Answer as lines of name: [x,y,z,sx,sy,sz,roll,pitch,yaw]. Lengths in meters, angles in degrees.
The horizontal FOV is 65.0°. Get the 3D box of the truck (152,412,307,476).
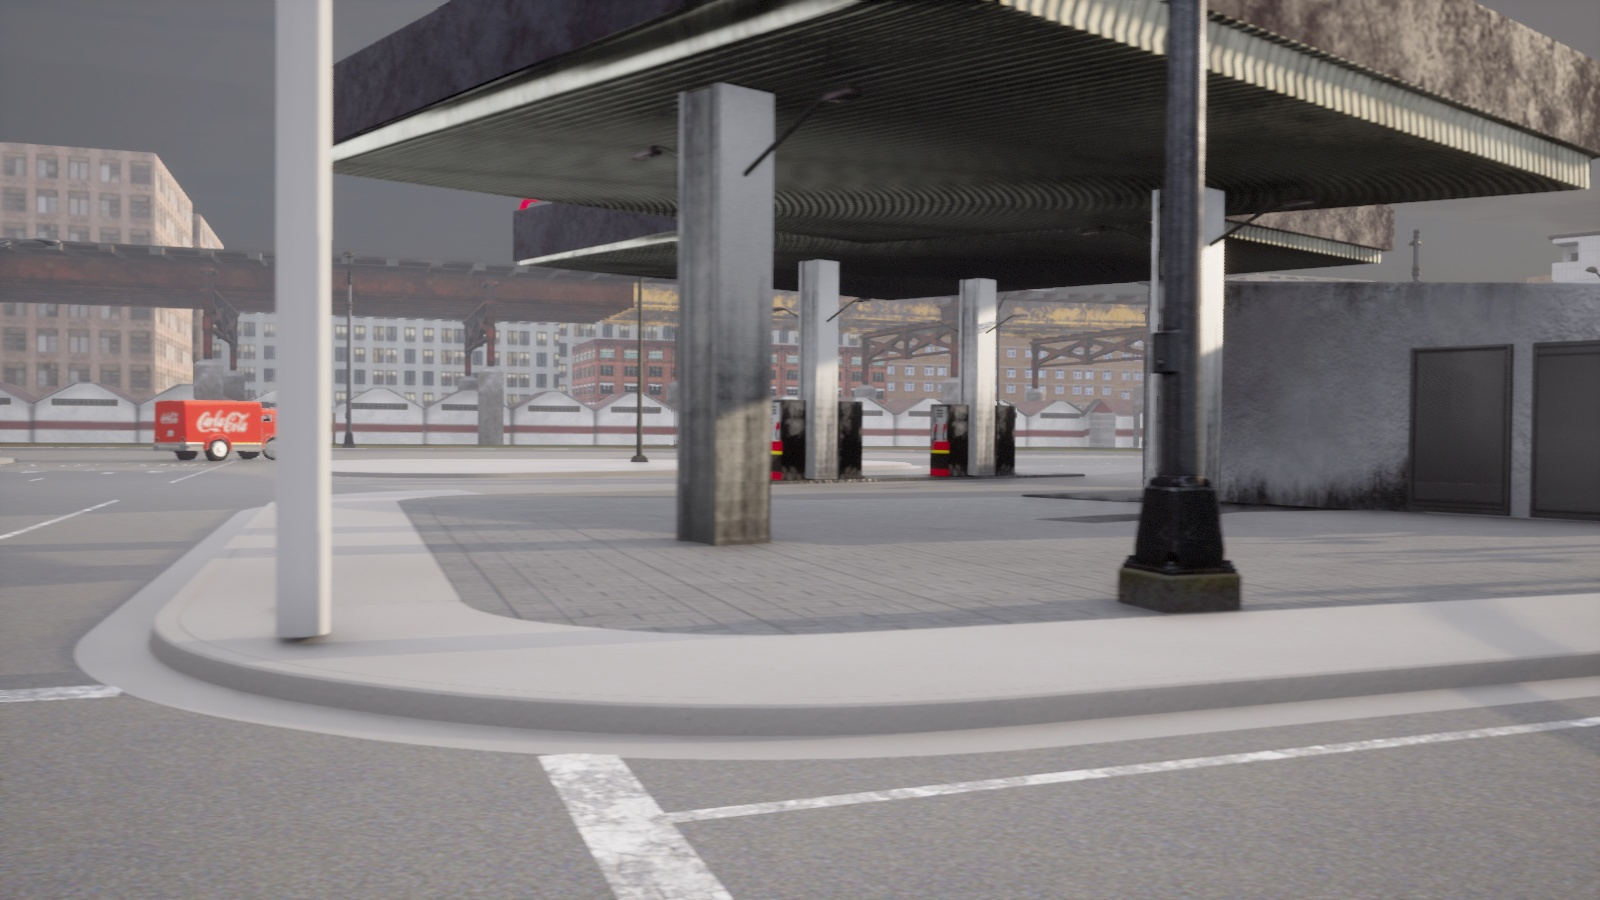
truck: [-23.651,-0.275,52.216,2.627,2.467,5.204,-2,0,34]
